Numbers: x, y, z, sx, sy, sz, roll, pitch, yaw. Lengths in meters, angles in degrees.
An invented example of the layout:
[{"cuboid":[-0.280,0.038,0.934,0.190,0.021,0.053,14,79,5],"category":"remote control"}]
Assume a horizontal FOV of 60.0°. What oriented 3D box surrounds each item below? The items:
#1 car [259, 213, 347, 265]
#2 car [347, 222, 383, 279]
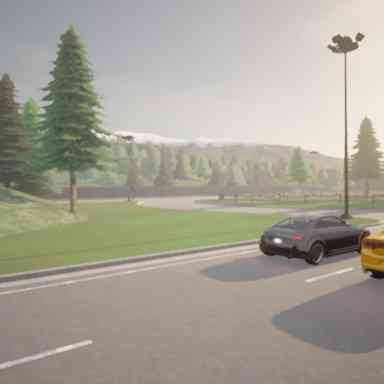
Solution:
[{"cuboid":[4.234,1.412,11.174,4.181,1.385,1.994,-1,1,-35],"category":"car"},{"cuboid":[6.213,1.327,8.285,5.008,1.535,1.882,-1,1,-35],"category":"car"}]
